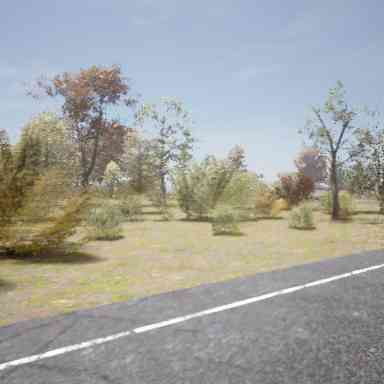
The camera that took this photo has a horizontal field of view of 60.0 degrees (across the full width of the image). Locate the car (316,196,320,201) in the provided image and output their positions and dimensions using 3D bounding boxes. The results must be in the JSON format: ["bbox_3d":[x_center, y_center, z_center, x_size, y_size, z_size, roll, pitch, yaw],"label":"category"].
[{"bbox_3d":[27.963,1.366,78.612,1.895,1.301,4.718,0,0,-37],"label":"car"}]
